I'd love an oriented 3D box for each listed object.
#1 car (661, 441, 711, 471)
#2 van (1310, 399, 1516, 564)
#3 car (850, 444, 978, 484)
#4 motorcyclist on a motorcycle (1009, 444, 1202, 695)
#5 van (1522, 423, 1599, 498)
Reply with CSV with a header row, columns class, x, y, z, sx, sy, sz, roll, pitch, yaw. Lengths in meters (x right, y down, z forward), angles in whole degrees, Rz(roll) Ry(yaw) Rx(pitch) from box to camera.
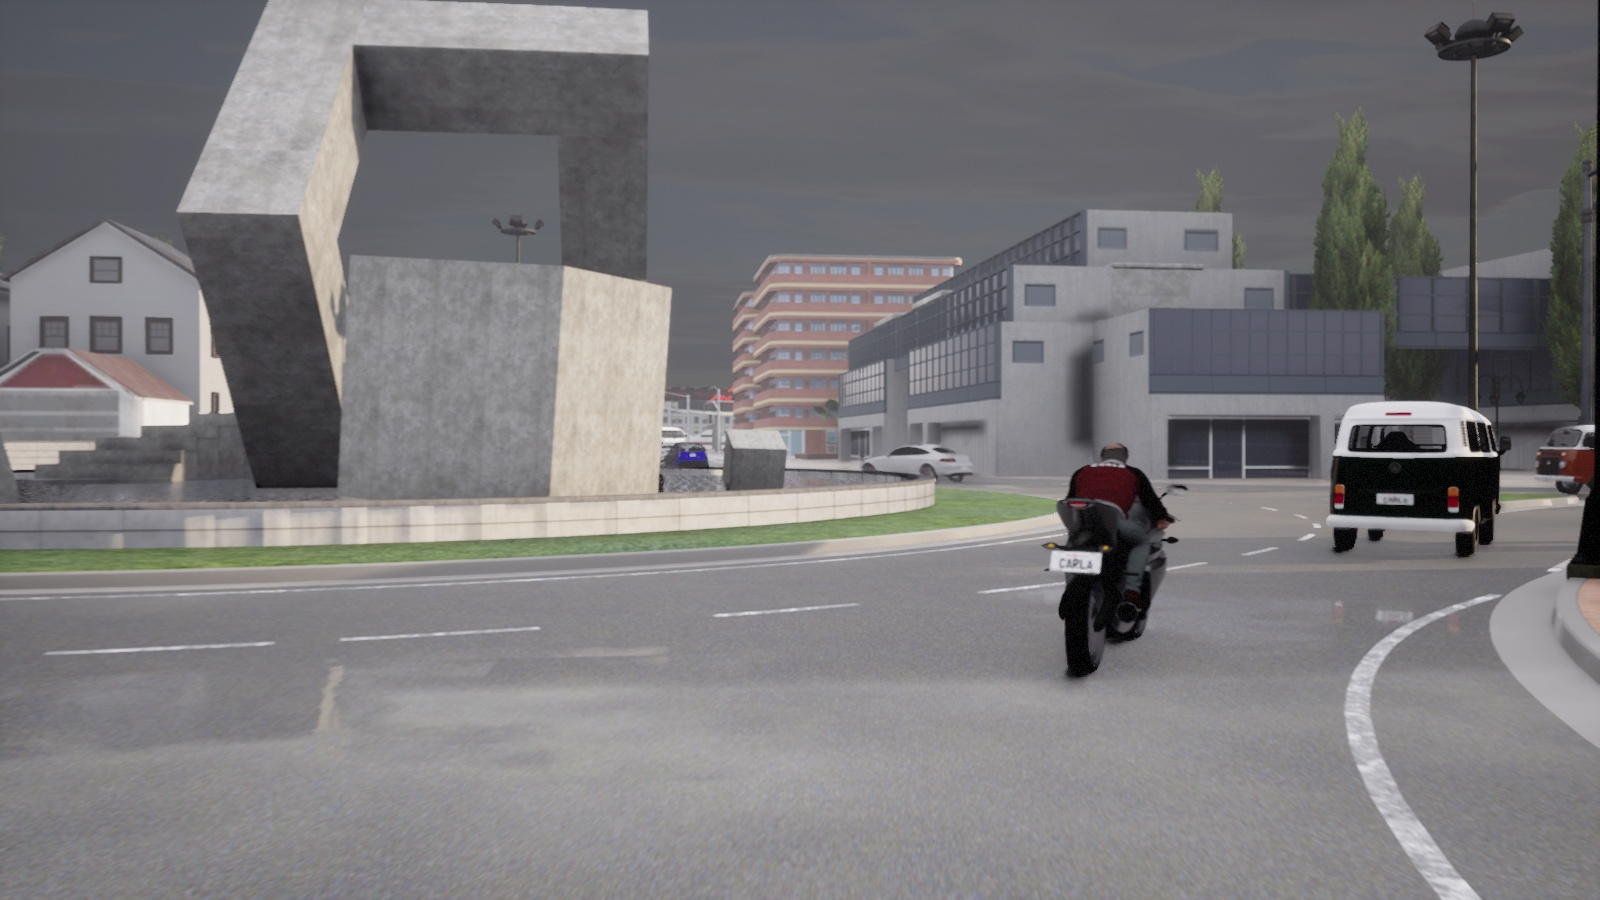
class,x,y,z,sx,sy,sz,roll,pitch,yaw
car,-6.060,0.279,66.290,2.007,1.525,4.514,0,0,-14
van,8.887,0.371,17.990,2.069,2.038,4.480,1,1,33
car,4.209,0.489,47.043,4.674,1.442,1.812,0,0,44
motorcyclist on a motorcycle,2.225,0.730,8.901,0.866,1.530,2.191,1,1,26
van,23.072,0.285,35.163,4.480,2.038,2.069,0,1,1
